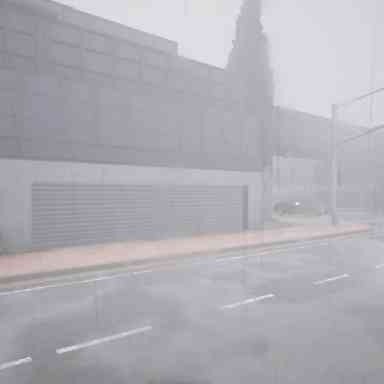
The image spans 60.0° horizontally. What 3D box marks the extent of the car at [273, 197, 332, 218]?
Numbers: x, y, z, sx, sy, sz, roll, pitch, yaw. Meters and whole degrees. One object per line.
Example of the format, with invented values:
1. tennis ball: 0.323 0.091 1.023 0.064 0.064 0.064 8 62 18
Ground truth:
1. car: 9.700 1.492 30.366 2.128 1.511 4.902 0 0 -37

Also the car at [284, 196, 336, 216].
1. car: 11.789 1.352 33.423 2.097 1.767 4.553 0 0 -37
